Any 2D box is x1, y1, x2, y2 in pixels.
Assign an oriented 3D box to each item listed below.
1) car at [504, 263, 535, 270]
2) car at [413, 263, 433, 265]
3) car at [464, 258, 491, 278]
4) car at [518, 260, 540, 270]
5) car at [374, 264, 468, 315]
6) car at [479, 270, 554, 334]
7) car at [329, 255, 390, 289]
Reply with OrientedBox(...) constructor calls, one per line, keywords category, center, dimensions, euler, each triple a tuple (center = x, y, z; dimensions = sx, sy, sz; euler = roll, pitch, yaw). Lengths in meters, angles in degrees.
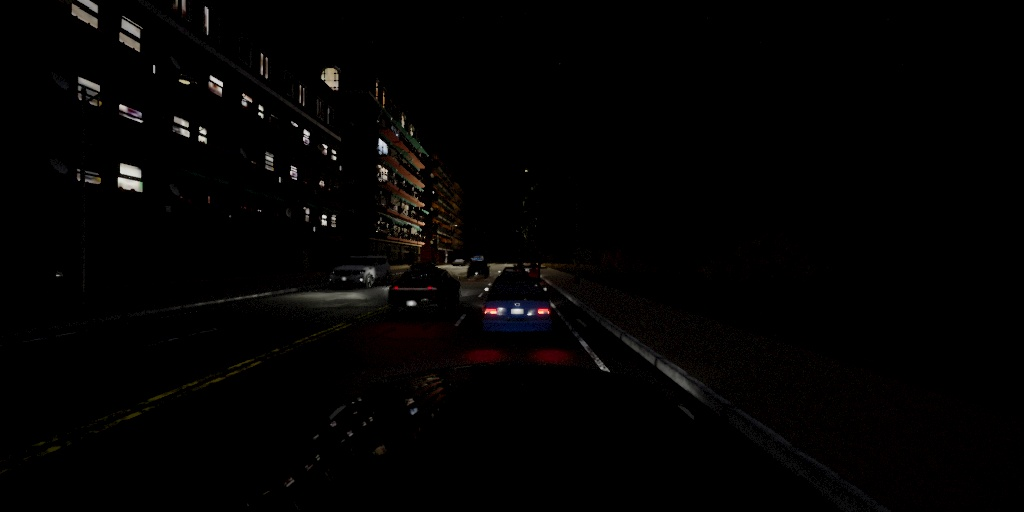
OrientedBox(category="car", center=(0.128, 1.317, 20.946), dimensions=(1.994, 1.385, 4.181), euler=(0, 0, 1))
OrientedBox(category="car", center=(-6.558, 1.258, 26.218), dimensions=(1.837, 1.490, 4.892), euler=(0, 0, 0))
OrientedBox(category="car", center=(-3.093, 1.259, 33.755), dimensions=(1.837, 1.490, 4.892), euler=(0, 0, 0))
OrientedBox(category="car", center=(1.188, 1.105, 29.880), dimensions=(2.097, 1.767, 4.553), euler=(0, 0, 0))
OrientedBox(category="car", center=(-3.130, 1.244, 13.599), dimensions=(2.128, 1.511, 4.902), euler=(0, 0, 0))
OrientedBox(category="car", center=(0.117, 1.299, 10.613), dimensions=(2.033, 1.411, 5.357), euler=(0, 0, 0))
OrientedBox(category="car", center=(-9.813, 0.975, 23.722), dimensions=(2.150, 2.045, 5.566), euler=(0, 0, 0))
